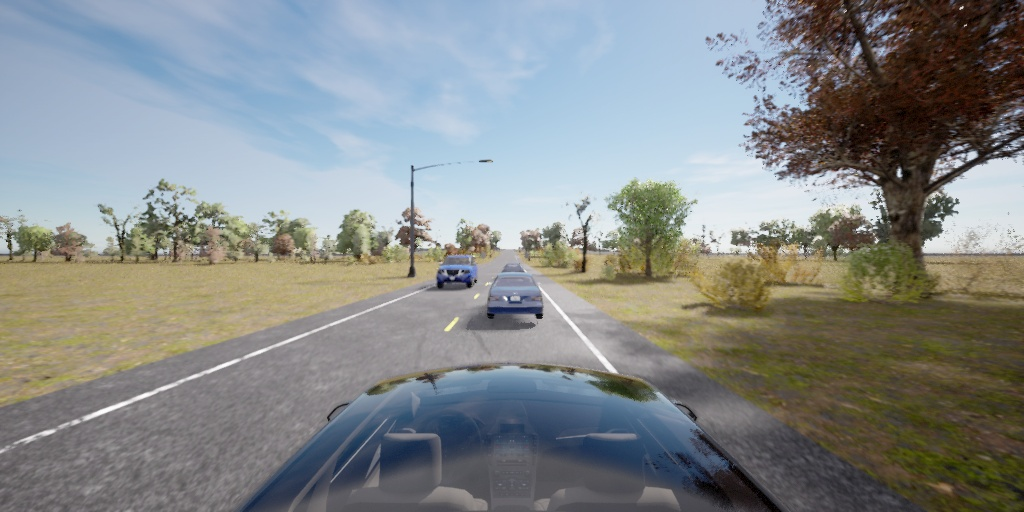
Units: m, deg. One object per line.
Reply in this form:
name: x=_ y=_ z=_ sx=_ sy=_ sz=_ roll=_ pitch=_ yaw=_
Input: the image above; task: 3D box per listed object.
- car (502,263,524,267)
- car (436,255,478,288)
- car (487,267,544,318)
car: x=0.096 y=1.304 z=31.285 sx=1.994 sy=1.385 sz=4.181 roll=0 pitch=0 yaw=0
car: x=-3.502 y=0.956 z=23.826 sx=2.150 sy=2.045 sz=5.566 roll=0 pitch=0 yaw=0
car: x=0.097 y=1.296 z=13.018 sx=2.033 sy=1.411 sz=5.357 roll=0 pitch=0 yaw=0
